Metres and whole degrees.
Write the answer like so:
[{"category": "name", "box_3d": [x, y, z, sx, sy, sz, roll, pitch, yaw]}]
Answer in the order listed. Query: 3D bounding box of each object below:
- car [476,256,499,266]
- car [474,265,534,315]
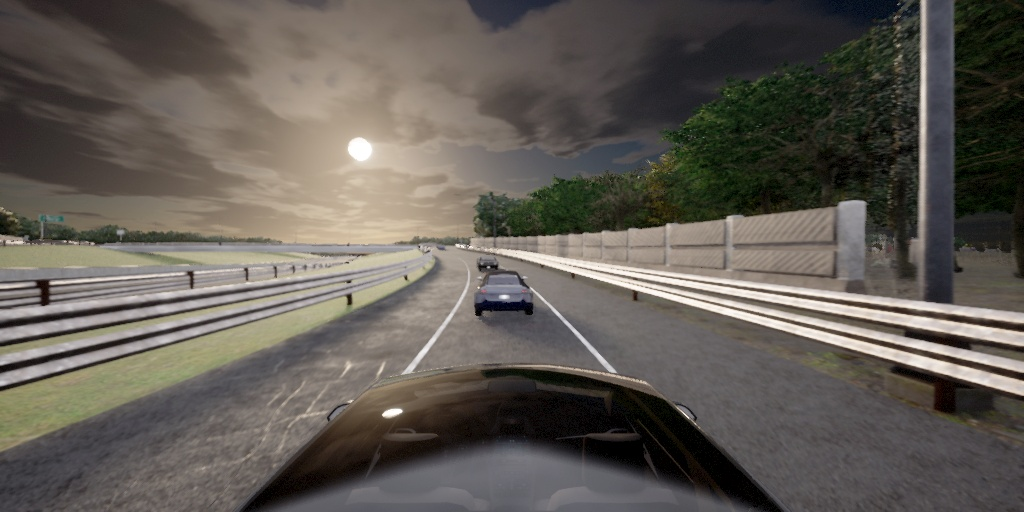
[{"category": "car", "box_3d": [-2.417, 0.614, 34.301, 1.895, 1.301, 4.718, 0, 3, -8]}, {"category": "car", "box_3d": [-0.354, 1.224, 13.248, 1.994, 1.385, 4.181, 0, 1, -3]}]
